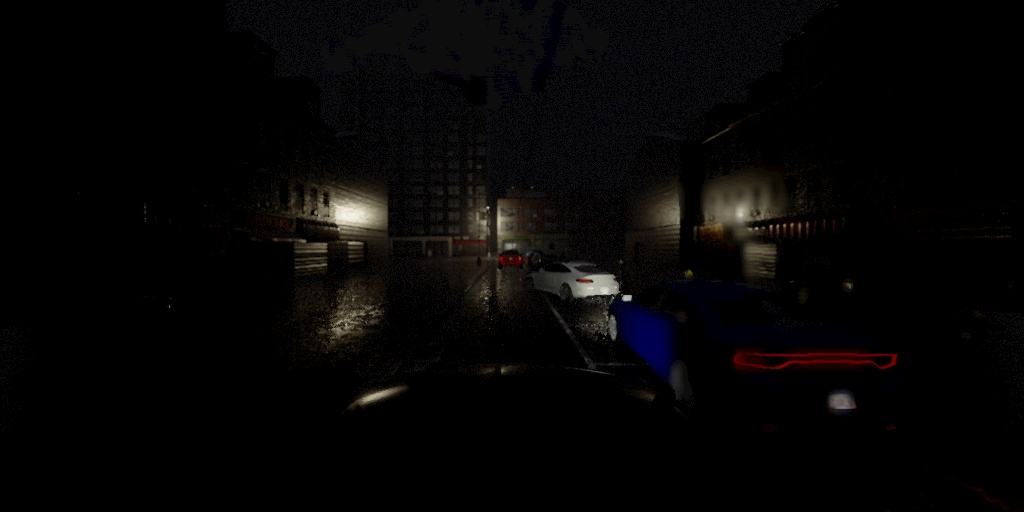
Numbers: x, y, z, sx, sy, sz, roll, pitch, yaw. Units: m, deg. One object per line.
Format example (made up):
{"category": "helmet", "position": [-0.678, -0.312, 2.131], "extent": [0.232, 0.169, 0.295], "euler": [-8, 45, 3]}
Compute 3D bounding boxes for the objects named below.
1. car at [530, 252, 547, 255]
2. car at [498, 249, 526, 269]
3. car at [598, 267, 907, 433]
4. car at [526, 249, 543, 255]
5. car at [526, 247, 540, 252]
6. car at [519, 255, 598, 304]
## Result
{"category": "car", "position": [2.495, 0.579, 25.356], "extent": [1.948, 1.339, 4.313], "euler": [0, 0, 0]}
{"category": "car", "position": [-0.108, 0.167, 32.051], "extent": [2.097, 1.767, 4.553], "euler": [0, 2, 0]}
{"category": "car", "position": [2.993, 1.098, 5.739], "extent": [1.882, 1.535, 5.008], "euler": [0, 2, 0]}
{"category": "car", "position": [2.460, 0.376, 30.997], "extent": [1.751, 1.417, 4.829], "euler": [0, 0, 0]}
{"category": "car", "position": [2.427, 0.129, 36.299], "extent": [1.967, 1.591, 4.097], "euler": [0, 0, 0]}
{"category": "car", "position": [2.178, 0.886, 13.976], "extent": [1.812, 1.442, 4.674], "euler": [-1, 2, -23]}
